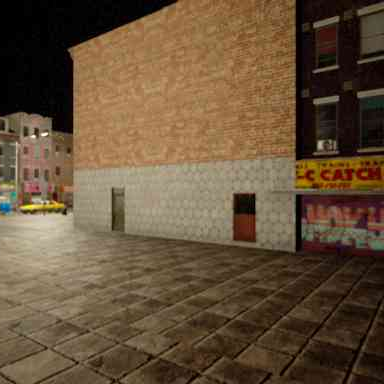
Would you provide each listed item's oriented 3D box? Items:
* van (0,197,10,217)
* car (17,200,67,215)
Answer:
[{"bbox_3d":[-18.499,1.339,29.779,1.690,1.788,3.998,0,0,36],"label":"van"},{"bbox_3d":[-15.317,1.519,34.193,1.752,1.417,4.829,0,0,36],"label":"car"}]
